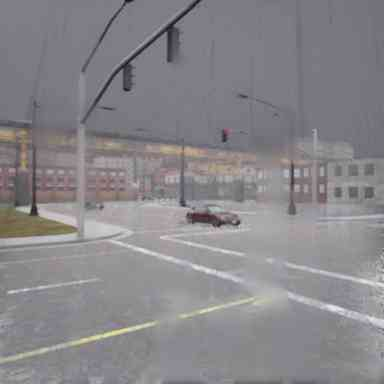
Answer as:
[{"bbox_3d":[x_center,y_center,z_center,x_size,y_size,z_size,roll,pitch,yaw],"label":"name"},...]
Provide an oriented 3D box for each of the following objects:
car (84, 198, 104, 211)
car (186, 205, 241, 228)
[{"bbox_3d":[-12.852,1.565,42.500,2.128,1.511,4.902,0,0,-37],"label":"car"},{"bbox_3d":[1.340,1.631,23.057,1.812,1.442,4.674,0,0,-36],"label":"car"}]
